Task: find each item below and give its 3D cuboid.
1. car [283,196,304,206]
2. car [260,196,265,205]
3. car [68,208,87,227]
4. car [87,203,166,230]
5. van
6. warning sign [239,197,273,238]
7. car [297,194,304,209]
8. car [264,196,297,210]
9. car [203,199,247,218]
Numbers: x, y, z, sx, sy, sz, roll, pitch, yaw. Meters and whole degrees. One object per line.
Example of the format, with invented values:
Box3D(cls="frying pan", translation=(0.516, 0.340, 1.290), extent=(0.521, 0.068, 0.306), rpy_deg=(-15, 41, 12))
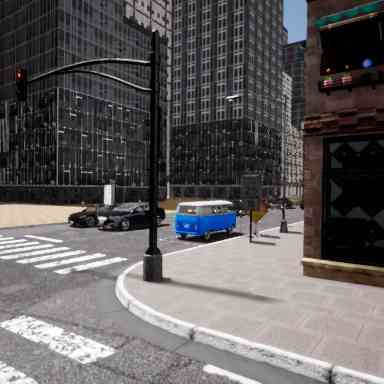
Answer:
Box3D(cls="car", translation=(16.356, 1.363, 53.305), extent=(1.752, 1.417, 4.829), rpy_deg=(1, 1, 35))
Box3D(cls="car", translation=(10.038, 1.293, 44.428), extent=(1.967, 1.590, 4.097), rpy_deg=(1, 1, 35))
Box3D(cls="car", translation=(-6.005, 1.467, 21.893), extent=(1.947, 1.339, 4.313), rpy_deg=(1, 1, 35))
Box3D(cls="car", translation=(-3.669, 1.431, 20.709), extent=(2.128, 1.511, 4.902), rpy_deg=(1, 1, 35))
Box3D(cls="van", translation=(0.825, 1.368, 17.030), extent=(1.690, 1.788, 3.998), rpy_deg=(1, 1, 35))
Box3D(cls="warning sign", translation=(3.106, 1.177, 16.135), extent=(1.300, 1.860, 1.060), rpy_deg=(1, 1, 35))
Box3D(cls="car", translation=(15.417, 1.159, 42.100), extent=(2.150, 2.045, 5.566), rpy_deg=(1, 1, 36))
Box3D(cls="car", translation=(11.103, 1.421, 41.408), extent=(1.812, 1.442, 4.674), rpy_deg=(1, 1, 36))
Box3D(cls="car", translation=(3.109, 1.423, 30.228), extent=(1.837, 1.490, 4.892), rpy_deg=(1, 1, 35))
